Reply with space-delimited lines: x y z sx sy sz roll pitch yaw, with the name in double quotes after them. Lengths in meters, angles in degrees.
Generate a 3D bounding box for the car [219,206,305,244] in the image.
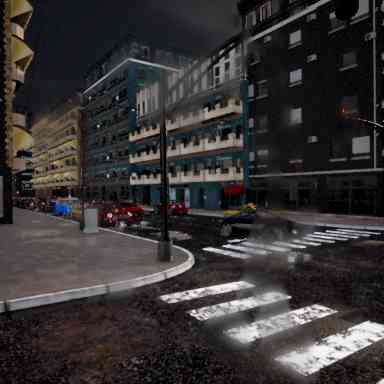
3.262 1.604 16.147 1.994 1.385 4.181 -1 1 -40 "car"

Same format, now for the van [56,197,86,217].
-12.271 1.483 32.934 1.690 1.788 3.998 -1 1 -35 "van"

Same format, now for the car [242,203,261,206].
4.093 1.498 24.417 1.752 1.417 4.829 -1 1 -35 "car"

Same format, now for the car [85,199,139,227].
-5.845 1.553 23.922 1.967 1.590 4.097 -1 1 -35 "car"

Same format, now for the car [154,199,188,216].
-2.233 1.441 33.291 1.967 1.590 4.097 -1 1 -35 "car"

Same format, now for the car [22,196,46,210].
-21.905 1.628 46.455 1.967 1.590 4.097 -1 1 -35 "car"

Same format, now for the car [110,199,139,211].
-8.655 1.582 42.305 2.008 1.369 4.403 -1 1 -35 "car"

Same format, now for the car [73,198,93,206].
-18.291 1.644 55.826 1.947 1.339 4.313 -1 1 -35 "car"

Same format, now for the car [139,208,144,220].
-5.876 1.561 28.428 1.882 1.535 5.008 -1 0 -35 "car"

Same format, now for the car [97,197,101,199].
-15.081 1.502 51.318 1.967 1.590 4.097 -1 1 -35 "car"

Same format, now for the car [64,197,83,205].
-21.503 1.646 60.333 2.008 1.369 4.403 -1 1 -35 "car"

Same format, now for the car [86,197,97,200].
-13.312 1.608 38.890 2.128 1.511 4.902 -1 1 -35 "car"

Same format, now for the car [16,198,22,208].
-25.115 1.770 50.963 1.947 1.339 4.313 -1 1 -35 "car"

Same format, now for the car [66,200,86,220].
-8.957 1.652 28.290 1.752 1.417 4.829 -1 1 -35 "car"

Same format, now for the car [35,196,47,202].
-37.563 1.729 82.867 1.887 1.381 4.507 -1 1 -35 "car"

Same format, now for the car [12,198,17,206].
-31.539 1.783 59.977 1.887 1.381 4.507 -1 1 -35 "car"
